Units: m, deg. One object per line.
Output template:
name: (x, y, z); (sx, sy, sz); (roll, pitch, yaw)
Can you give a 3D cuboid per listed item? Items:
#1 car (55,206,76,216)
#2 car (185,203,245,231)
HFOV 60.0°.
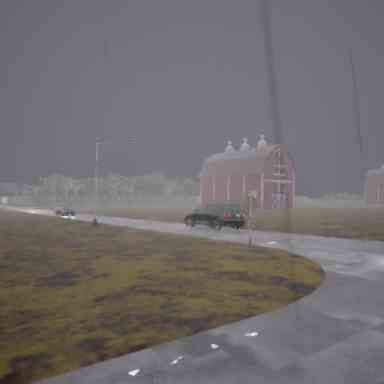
car: (-19.020, 2.862, 49.708); (2.033, 1.411, 5.357); (2, -2, -36)
car: (1.702, 1.873, 25.844); (2.150, 2.045, 5.566); (3, -3, -35)
